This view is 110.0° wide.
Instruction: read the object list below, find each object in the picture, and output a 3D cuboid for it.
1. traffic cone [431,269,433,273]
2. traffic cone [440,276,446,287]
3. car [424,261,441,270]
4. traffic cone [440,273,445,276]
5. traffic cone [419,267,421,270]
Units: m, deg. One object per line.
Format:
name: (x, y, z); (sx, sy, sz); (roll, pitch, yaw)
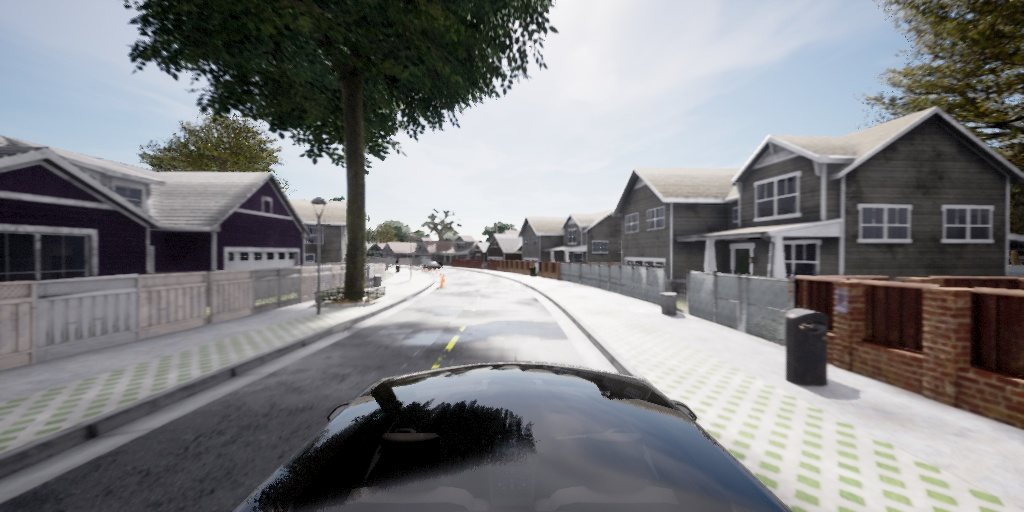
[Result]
traffic cone: (-10.632, 1.923, 47.706); (0.340, 0.580, 0.340); (0, 0, -21)
traffic cone: (-4.711, 1.788, 24.069); (0.340, 0.580, 0.340); (0, 0, -7)
car: (-12.751, 1.525, 57.283); (1.994, 1.385, 4.181); (0, 0, -26)
traffic cone: (-5.450, 1.825, 28.897); (0.340, 0.580, 0.340); (0, 0, -10)
traffic cone: (-14.517, 1.924, 56.665); (0.340, 0.580, 0.340); (0, 0, -26)
